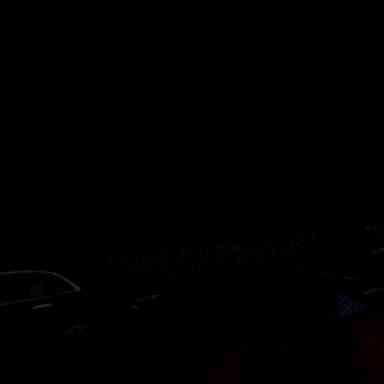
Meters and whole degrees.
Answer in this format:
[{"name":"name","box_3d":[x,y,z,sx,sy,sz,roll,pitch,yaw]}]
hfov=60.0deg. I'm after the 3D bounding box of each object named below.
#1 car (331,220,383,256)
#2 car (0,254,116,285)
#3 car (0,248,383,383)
[{"name":"car","box_3d":[6.089,1.573,10.501,4.206,1.307,1.802,0,0,-35]},{"name":"car","box_3d":[-2.913,1.550,4.114,4.403,1.369,2.008,0,0,-35]},{"name":"car","box_3d":[0.535,1.562,3.447,4.181,1.385,1.994,0,0,-35]}]
